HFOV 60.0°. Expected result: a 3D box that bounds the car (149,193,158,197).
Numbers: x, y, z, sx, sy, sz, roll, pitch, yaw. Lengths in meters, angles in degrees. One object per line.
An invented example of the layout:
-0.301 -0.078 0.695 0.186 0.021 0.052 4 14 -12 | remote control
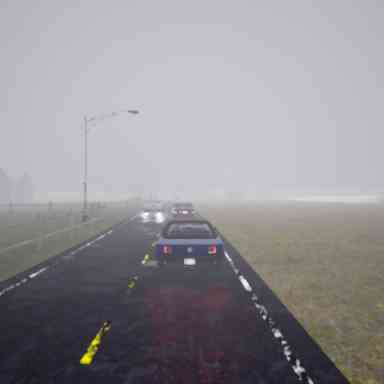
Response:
-9.141 1.092 78.346 1.837 1.490 4.892 0 0 -9 | car

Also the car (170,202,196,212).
-0.682 1.486 26.026 2.033 1.411 5.357 0 0 -3 | car

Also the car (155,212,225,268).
-0.099 1.569 11.114 1.895 1.301 4.718 0 0 -1 | car

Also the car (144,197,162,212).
-4.401 1.515 37.831 1.895 1.301 4.718 0 0 -4 | car
